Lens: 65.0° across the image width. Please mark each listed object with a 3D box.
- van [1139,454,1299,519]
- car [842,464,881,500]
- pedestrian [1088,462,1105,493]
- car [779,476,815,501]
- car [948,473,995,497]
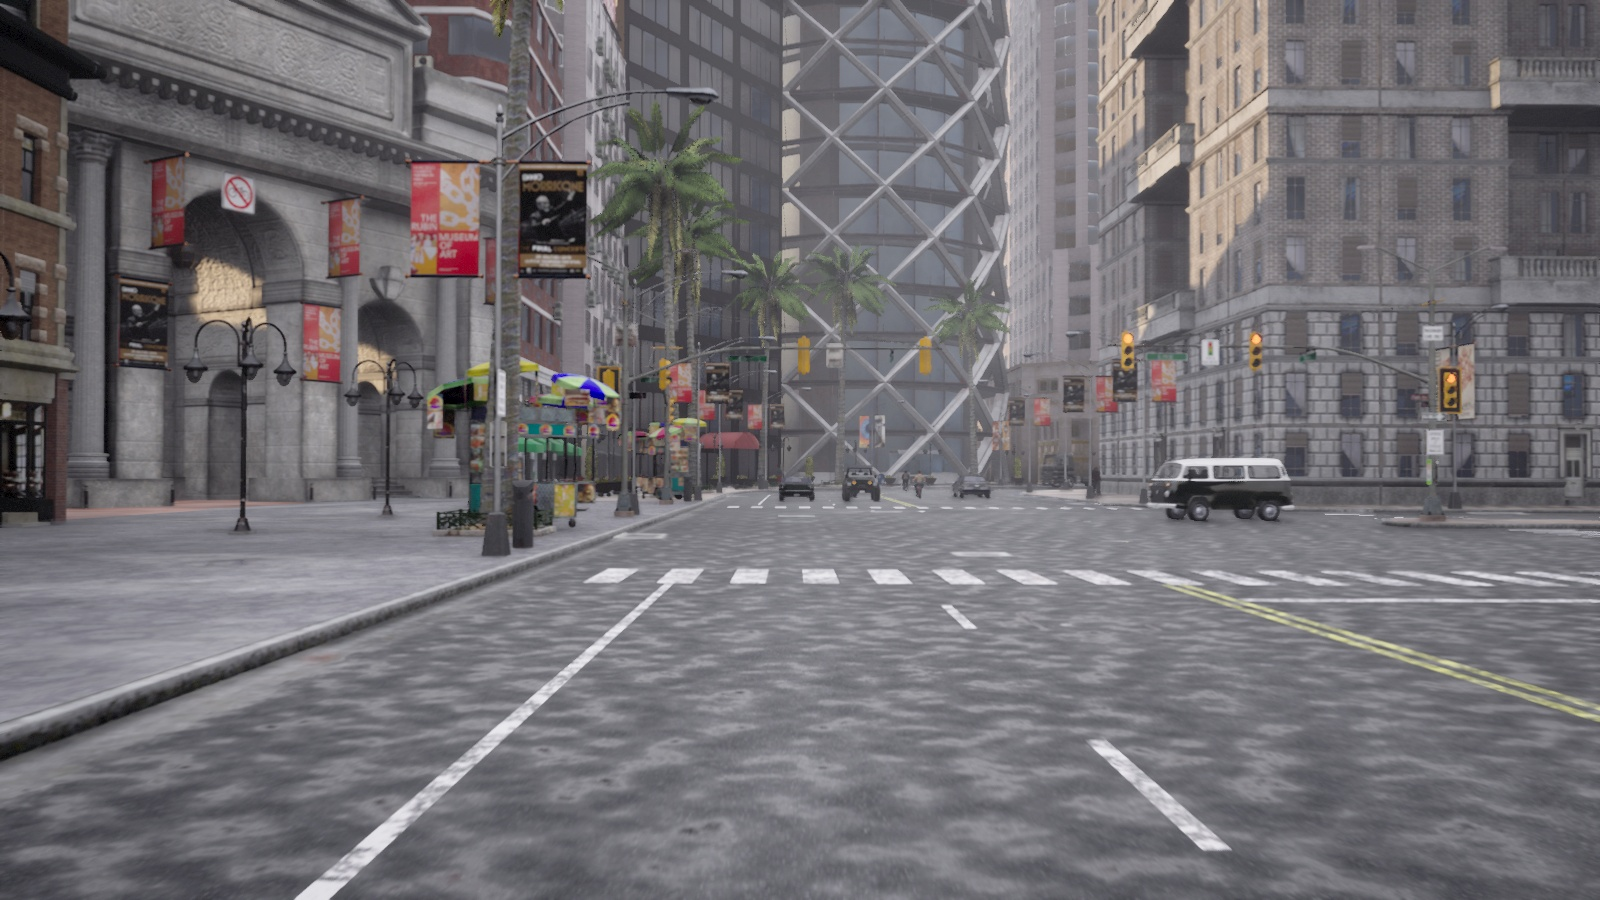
[{"bbox_3d":[13.595,1.168,40.908,4.480,2.038,2.069,0,-1,-11],"label":"van"},{"bbox_3d":[3.267,1.729,67.621,1.905,1.878,3.866,0,-1,0],"label":"car"},{"bbox_3d":[17.738,1.657,75.115,0.634,1.844,0.899,0,-1,-12],"label":"pedestrian"},{"bbox_3d":[-0.165,2.042,67.340,1.895,1.301,4.718,0,-1,0],"label":"car"},{"bbox_3d":[10.315,2.091,75.899,2.033,1.411,5.357,0,-1,0],"label":"car"}]
